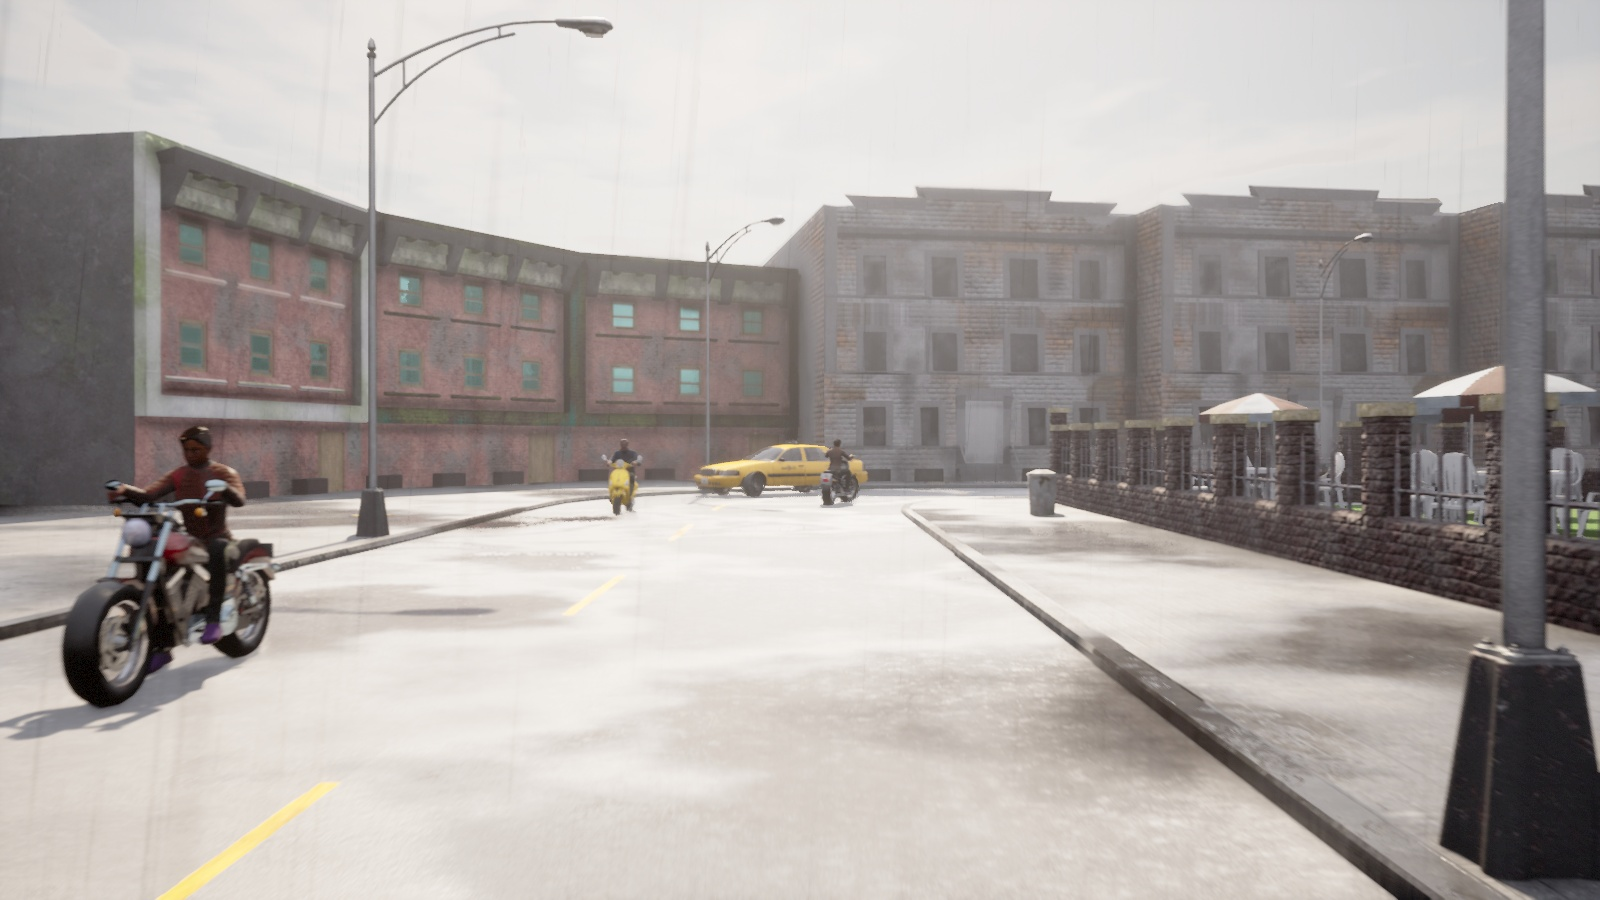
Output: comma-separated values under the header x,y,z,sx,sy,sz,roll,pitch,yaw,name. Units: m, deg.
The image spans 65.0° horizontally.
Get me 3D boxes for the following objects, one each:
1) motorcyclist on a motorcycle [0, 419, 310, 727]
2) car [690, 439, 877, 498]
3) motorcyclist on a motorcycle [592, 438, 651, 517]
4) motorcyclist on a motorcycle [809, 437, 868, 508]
x,y,z,sx,sy,sz,roll,pitch,yaw,name
-3.938,0.649,7.907,0.766,1.649,2.350,0,0,0,motorcyclist on a motorcycle
-0.412,0.483,36.104,5.366,1.575,1.801,0,1,-38,car
-3.730,0.548,26.374,0.866,1.590,1.817,1,0,3,motorcyclist on a motorcycle
0.974,0.525,30.825,0.766,1.649,2.350,1,1,18,motorcyclist on a motorcycle
